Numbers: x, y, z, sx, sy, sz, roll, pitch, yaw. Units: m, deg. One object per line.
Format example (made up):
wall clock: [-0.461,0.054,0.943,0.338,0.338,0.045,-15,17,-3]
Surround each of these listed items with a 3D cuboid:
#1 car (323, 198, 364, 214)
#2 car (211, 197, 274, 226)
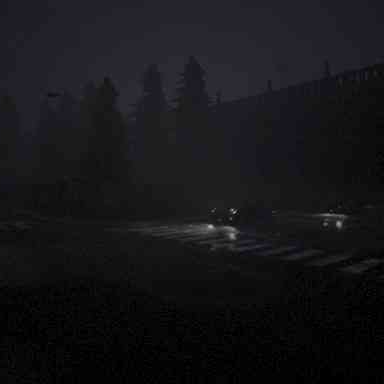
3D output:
car: [14.468,1.288,31.529,5.357,1.411,2.033,0,1,-41]
car: [3.350,1.131,21.731,4.553,1.767,2.097,0,1,-41]
